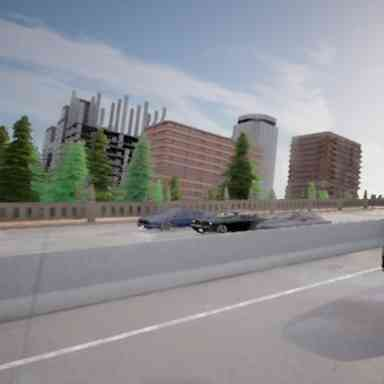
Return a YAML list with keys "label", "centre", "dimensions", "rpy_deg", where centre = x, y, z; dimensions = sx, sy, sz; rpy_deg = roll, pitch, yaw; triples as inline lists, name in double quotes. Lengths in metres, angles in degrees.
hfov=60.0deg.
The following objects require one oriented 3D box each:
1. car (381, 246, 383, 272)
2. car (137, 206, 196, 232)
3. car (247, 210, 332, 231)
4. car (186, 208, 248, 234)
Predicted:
- label: "car"
  centre: [6.793, 1.550, 8.615]
  dimensions: [4.902, 1.511, 2.128]
  rpy_deg: [0, 0, -36]
- label: "car"
  centre: [-0.690, 1.613, 20.715]
  dimensions: [5.357, 1.411, 2.033]
  rpy_deg: [0, 0, -36]
- label: "car"
  centre: [5.020, 1.637, 16.192]
  dimensions: [4.181, 1.385, 1.994]
  rpy_deg: [0, 0, -36]
- label: "car"
  centre: [2.266, 1.671, 18.526]
  dimensions: [4.718, 1.301, 1.895]
  rpy_deg: [0, 0, -36]
